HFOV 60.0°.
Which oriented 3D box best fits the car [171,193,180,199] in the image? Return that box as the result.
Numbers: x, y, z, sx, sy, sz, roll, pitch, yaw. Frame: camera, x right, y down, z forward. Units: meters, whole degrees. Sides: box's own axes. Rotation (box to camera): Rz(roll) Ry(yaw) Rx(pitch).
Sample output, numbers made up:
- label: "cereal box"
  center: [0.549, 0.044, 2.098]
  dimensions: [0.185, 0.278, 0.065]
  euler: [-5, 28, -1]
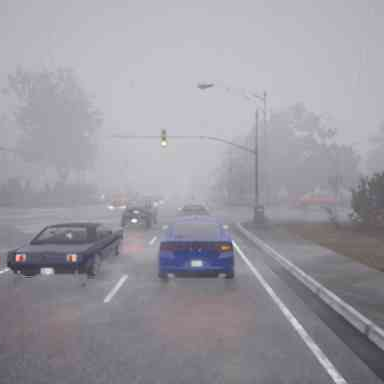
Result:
- label: "car"
  center: [-3.923, 0.994, 81.187]
  dimensions: [2.033, 1.411, 5.357]
  euler: [0, 1, -4]

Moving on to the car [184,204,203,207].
- label: "car"
  center: [0.113, 1.463, 20.941]
  dimensions: [1.994, 1.385, 4.181]
  euler: [0, 0, 1]

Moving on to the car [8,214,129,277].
- label: "car"
  center: [-3.394, 1.563, 10.042]
  dimensions: [1.895, 1.301, 4.718]
  euler: [0, 0, 0]

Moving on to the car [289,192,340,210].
- label: "car"
  center: [14.147, 1.019, 38.443]
  dimensions: [5.566, 2.045, 2.150]
  euler: [0, 0, -6]

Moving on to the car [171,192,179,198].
- label: "car"
  center: [-4.705, 0.863, 91.656]
  dimensions: [2.033, 1.411, 5.357]
  euler: [0, 1, -7]

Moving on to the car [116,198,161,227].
- label: "car"
  center: [-3.382, 1.399, 21.907]
  dimensions: [1.837, 1.490, 4.892]
  euler: [0, 1, 0]

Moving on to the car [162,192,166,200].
- label: "car"
  center: [-7.042, 1.176, 69.868]
  dimensions: [1.895, 1.301, 4.718]
  euler: [0, 1, -1]

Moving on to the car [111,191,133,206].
- label: "car"
  center: [-10.579, 1.088, 49.422]
  dimensions: [2.097, 1.767, 4.553]
  euler: [0, 0, 1]

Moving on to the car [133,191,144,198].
- label: "car"
  center: [-10.513, 0.896, 59.007]
  dimensions: [2.150, 2.045, 5.566]
  euler: [0, 0, 0]

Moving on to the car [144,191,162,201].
- label: "car"
  center: [-7.016, 1.145, 59.843]
  dimensions: [1.882, 1.535, 5.008]
  euler: [0, 0, 0]

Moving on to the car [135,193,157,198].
- label: "car"
  center: [-7.051, 1.290, 51.034]
  dimensions: [1.994, 1.385, 4.181]
  euler: [0, 0, 0]

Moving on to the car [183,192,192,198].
- label: "car"
  center: [-1.207, 0.822, 91.933]
  dimensions: [1.837, 1.490, 4.892]
  euler: [0, 1, -7]

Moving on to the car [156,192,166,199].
- label: "car"
  center: [-7.367, 0.821, 80.103]
  dimensions: [2.097, 1.767, 4.553]
  euler: [0, 1, -3]

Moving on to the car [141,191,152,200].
- label: "car"
  center: [-10.856, 0.694, 79.802]
  dimensions: [2.150, 2.045, 5.566]
  euler: [0, 1, -3]

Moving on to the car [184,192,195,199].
- label: "car"
  center: [-0.460, 0.800, 82.007]
  dimensions: [2.097, 1.767, 4.553]
  euler: [0, 1, -4]

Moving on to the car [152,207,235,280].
- label: "car"
  center: [0.108, 1.440, 9.907]
  dimensions: [1.882, 1.535, 5.008]
  euler: [0, 0, 0]
